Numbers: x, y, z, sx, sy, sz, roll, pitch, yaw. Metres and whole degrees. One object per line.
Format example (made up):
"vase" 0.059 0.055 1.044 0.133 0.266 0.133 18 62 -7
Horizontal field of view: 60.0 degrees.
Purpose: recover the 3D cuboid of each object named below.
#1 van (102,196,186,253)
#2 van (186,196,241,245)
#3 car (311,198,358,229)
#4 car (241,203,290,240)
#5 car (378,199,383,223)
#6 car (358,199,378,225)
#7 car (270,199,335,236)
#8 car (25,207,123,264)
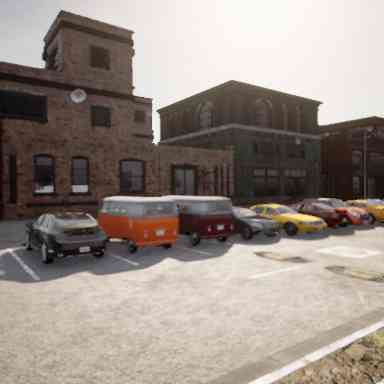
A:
"van" -2.371 1.185 13.489 1.878 1.987 4.442 0 0 -36
"van" -0.108 1.170 15.102 1.878 1.987 4.442 0 0 -35
"car" 6.752 1.346 19.845 2.097 1.535 5.008 0 0 -35
"car" 2.222 1.419 16.624 2.002 1.452 4.674 0 0 -35
"car" 11.279 1.313 23.074 2.097 1.535 5.008 0 0 -36
"car" 8.993 1.203 21.488 2.185 1.767 4.553 0 0 -35
"car" 4.594 1.360 18.085 1.946 1.575 5.366 0 0 -35
"car" -4.562 1.428 11.776 2.231 1.521 4.892 0 0 -35
